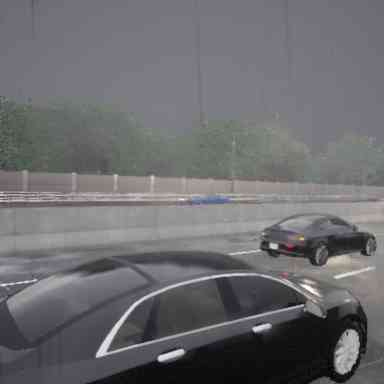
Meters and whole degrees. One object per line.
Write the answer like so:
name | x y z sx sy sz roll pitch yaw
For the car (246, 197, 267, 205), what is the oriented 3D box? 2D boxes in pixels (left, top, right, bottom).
car | 7.201 1.208 30.434 5.357 1.411 2.033 1 1 -36

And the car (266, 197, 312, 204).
car | 8.397 1.310 26.997 4.181 1.385 1.994 1 1 -36

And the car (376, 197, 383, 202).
car | 31.515 1.450 52.401 4.674 1.442 1.812 1 1 -36

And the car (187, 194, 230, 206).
car | 1.770 0.929 35.156 5.008 1.535 1.882 1 1 -36

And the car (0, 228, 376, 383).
car | 0.096 1.435 3.740 4.892 1.490 1.837 1 1 -36

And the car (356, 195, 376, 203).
car | 28.992 1.293 54.894 5.008 1.535 1.882 1 1 -36

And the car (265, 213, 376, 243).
car | 4.259 1.433 11.050 4.674 1.442 1.812 1 1 -36
